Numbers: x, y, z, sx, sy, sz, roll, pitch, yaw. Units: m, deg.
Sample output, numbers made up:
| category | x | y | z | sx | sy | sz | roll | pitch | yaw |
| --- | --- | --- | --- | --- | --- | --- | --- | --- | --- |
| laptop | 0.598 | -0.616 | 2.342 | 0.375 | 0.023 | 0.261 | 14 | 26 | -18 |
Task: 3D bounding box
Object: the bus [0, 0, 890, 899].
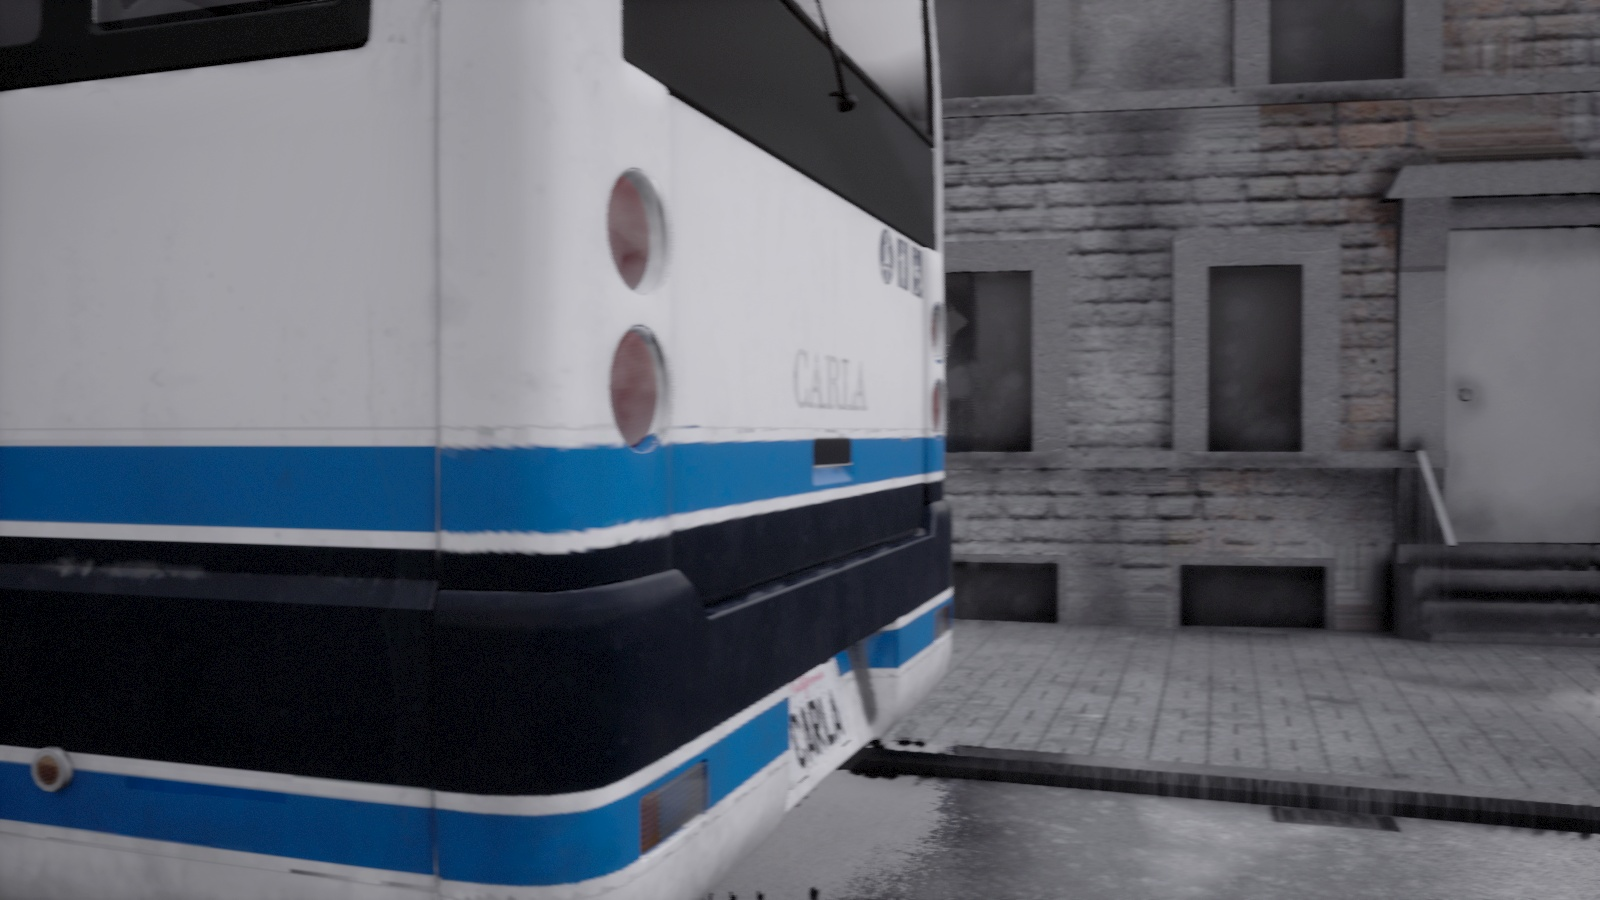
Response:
| category | x | y | z | sx | sy | sz | roll | pitch | yaw |
| --- | --- | --- | --- | --- | --- | --- | --- | --- | --- |
| bus | -5.099 | -0.656 | 5.415 | 10.273 | 4.253 | 3.944 | 1 | 1 | 19 |
